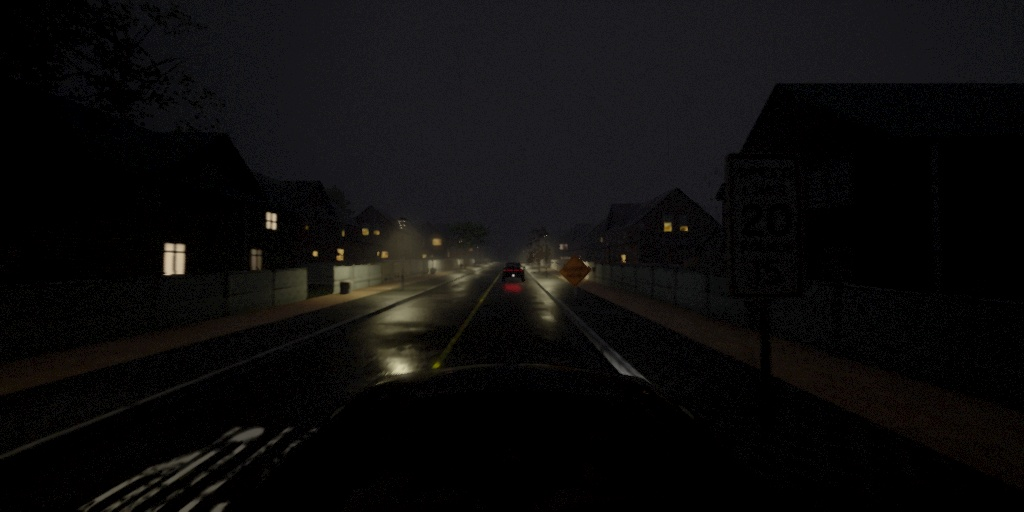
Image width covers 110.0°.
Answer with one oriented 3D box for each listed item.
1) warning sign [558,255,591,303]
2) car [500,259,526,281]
[{"bbox_3d":[2.520,0.874,14.171,1.300,1.860,1.060,0,0,0],"label":"warning sign"},{"bbox_3d":[0.103,1.287,30.601,1.837,1.490,4.892,0,0,0],"label":"car"}]
